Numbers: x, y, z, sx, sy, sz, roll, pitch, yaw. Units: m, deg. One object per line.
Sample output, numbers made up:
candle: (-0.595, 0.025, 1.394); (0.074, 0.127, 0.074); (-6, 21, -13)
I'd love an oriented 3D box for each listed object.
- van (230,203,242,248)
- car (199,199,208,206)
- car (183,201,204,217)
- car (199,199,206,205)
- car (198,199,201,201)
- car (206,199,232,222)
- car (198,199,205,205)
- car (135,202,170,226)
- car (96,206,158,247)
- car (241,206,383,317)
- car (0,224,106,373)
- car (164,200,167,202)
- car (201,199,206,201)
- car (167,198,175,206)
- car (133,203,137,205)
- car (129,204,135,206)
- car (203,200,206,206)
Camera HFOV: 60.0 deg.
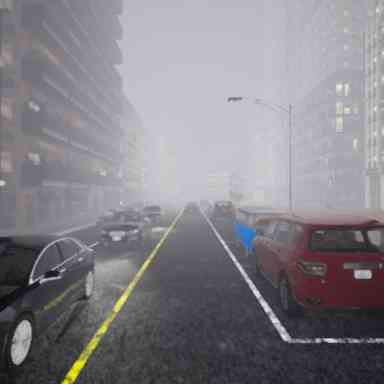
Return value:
van: (2.680, 1.492, 13.132); (1.690, 1.788, 3.998); (0, -1, 0)
car: (2.654, 2.419, 79.445); (1.967, 1.590, 4.097); (0, -1, 0)
car: (-0.015, 2.000, 36.793); (1.994, 1.385, 4.181); (0, -1, 0)
car: (2.652, 2.581, 85.140); (1.752, 1.417, 4.829); (0, -1, 0)
car: (-0.008, 2.050, 47.875); (1.882, 1.535, 5.008); (0, 0, 0)
car: (2.673, 1.664, 29.710); (2.192, 1.841, 5.009); (0, -1, 0)
car: (2.650, 2.710, 90.496); (1.802, 1.307, 4.206); (0, -1, 0)
car: (-3.090, 1.817, 26.609); (1.837, 1.490, 4.892); (0, -1, 0)
car: (-3.103, 1.679, 16.195); (2.128, 1.511, 4.902); (0, -1, 0)
car: (2.682, 1.403, 7.606); (2.192, 1.841, 5.009); (0, -1, 0)
car: (-3.103, 1.573, 5.795); (1.837, 1.490, 4.892); (0, -1, 0)
car: (-5.717, 2.215, 57.167); (1.752, 1.417, 4.829); (0, -1, 0)
car: (2.362, 2.155, 65.835); (2.097, 1.767, 4.553); (0, -1, 0)
car: (-5.726, 2.525, 79.441); (1.887, 1.381, 4.507); (0, -1, 0)
car: (-5.706, 1.895, 29.704); (1.887, 1.381, 4.507); (0, -1, 0)
car: (-5.704, 1.834, 24.179); (2.008, 1.369, 4.403); (0, -1, 0)
car: (2.670, 2.029, 40.761); (1.887, 1.381, 4.507); (0, -1, 0)
